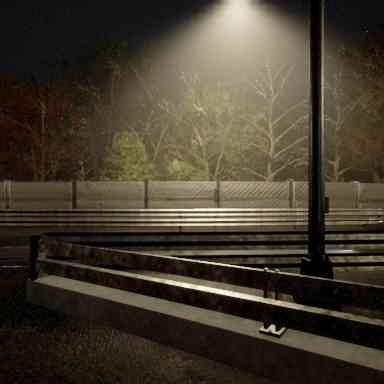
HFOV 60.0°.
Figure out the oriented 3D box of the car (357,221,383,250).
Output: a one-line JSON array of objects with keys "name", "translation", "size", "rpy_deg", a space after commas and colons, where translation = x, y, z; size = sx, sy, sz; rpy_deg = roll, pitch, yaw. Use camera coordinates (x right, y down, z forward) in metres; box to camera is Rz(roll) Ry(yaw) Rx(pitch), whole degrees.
[{"name": "car", "translation": [8.548, 1.563, 12.861], "size": [4.181, 1.385, 1.994], "rpy_deg": [0, 0, -7]}]
